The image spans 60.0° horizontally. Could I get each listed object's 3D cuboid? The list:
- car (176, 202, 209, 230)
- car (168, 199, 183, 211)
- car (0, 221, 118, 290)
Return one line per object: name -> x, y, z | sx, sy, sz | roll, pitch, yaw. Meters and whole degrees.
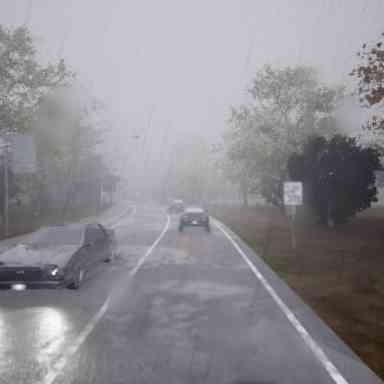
car -> 0.107, 1.584, 21.491 | 1.812, 1.442, 4.674 | 0, 0, -1
car -> -2.026, 1.646, 43.011 | 1.812, 1.442, 4.674 | 1, 0, -10
car -> -3.508, 1.566, 9.460 | 2.033, 1.411, 5.357 | 0, 0, 1
